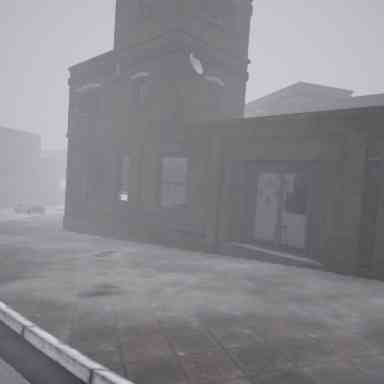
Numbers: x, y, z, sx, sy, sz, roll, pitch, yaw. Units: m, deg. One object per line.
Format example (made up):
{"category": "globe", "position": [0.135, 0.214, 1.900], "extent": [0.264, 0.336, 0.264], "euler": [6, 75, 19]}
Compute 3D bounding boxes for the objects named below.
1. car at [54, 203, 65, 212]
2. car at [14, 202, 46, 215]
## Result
{"category": "car", "position": [-18.605, 2.363, 50.774], "extent": [2.033, 1.411, 5.357], "euler": [4, -1, 16]}
{"category": "car", "position": [-19.767, 1.992, 40.860], "extent": [2.128, 1.511, 4.902], "euler": [4, -1, 3]}
